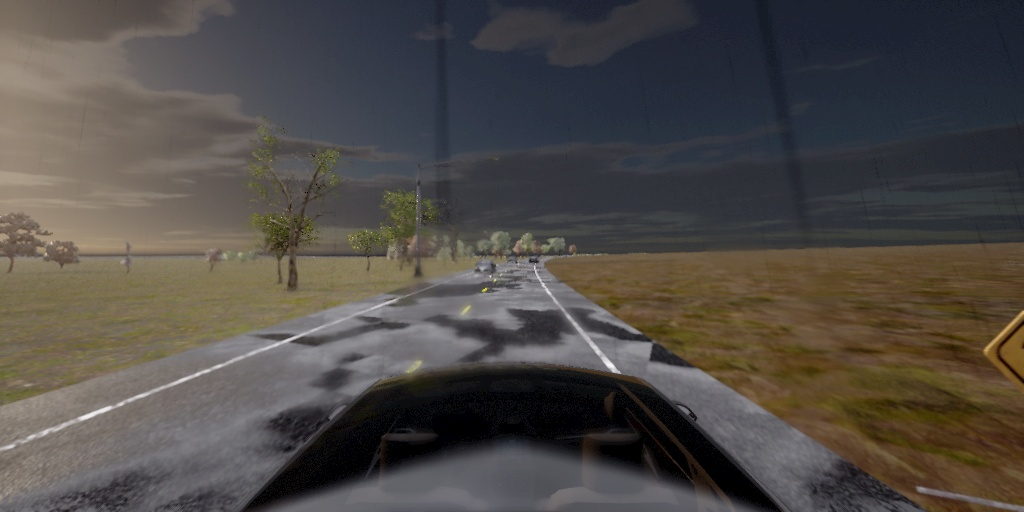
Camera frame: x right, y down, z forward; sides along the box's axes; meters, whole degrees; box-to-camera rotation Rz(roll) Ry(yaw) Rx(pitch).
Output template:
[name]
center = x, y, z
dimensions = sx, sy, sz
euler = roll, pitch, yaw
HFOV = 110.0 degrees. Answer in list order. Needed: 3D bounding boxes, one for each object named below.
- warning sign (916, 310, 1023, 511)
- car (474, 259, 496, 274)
[warning sign]
center = 3.548, 0.865, 2.229
dimensions = 1.300, 1.860, 1.060
euler = 0, 0, 0
[car]
center = -2.759, 1.070, 37.433
dimensions = 2.128, 1.511, 4.902
euler = 0, 0, 3
